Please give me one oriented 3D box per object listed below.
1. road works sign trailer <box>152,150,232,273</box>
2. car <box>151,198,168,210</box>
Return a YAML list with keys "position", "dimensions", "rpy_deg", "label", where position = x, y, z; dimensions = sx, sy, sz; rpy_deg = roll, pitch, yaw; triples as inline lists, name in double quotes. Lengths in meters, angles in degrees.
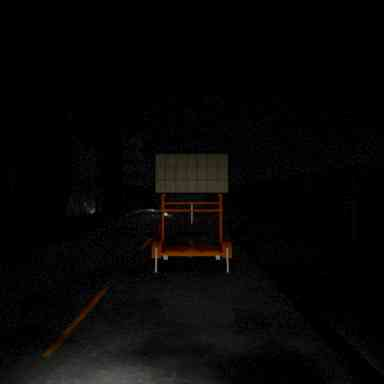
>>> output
- position: [-0.004, 0.464, 10.652]
  dimensions: [2.380, 3.560, 2.880]
  rpy_deg: [0, 0, 0]
  label: "road works sign trailer"
- position: [-4.115, 1.525, 42.996]
  dimensions: [1.812, 1.442, 4.674]
  rpy_deg: [0, 0, 0]
  label: "car"
